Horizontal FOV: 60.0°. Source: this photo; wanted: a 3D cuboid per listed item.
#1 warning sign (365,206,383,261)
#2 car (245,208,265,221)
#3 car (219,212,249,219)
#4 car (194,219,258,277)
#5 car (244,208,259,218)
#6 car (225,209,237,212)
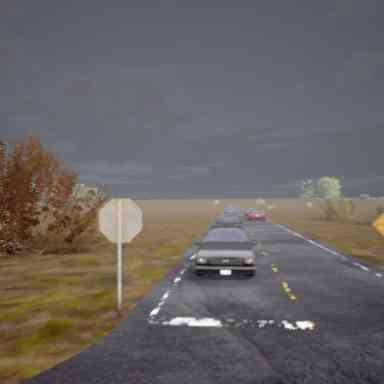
[{"bbox_3d":[7.023,1.428,11.761,1.300,1.860,1.060,-1,-2,7],"label":"warning sign"},{"bbox_3d":[7.903,2.792,40.854,1.994,1.385,4.181,-1,-2,8],"label":"car"},{"bbox_3d":[2.432,2.234,21.696,1.994,1.385,4.181,-1,-2,7],"label":"car"},{"bbox_3d":[1.247,1.917,11.857,2.033,1.411,5.357,-1,-2,7],"label":"car"},{"bbox_3d":[9.052,3.134,50.780,1.895,1.301,4.718,-1,-2,7],"label":"car"},{"bbox_3d":[4.945,2.842,42.082,2.033,1.411,5.357,-1,-2,7],"label":"car"}]
